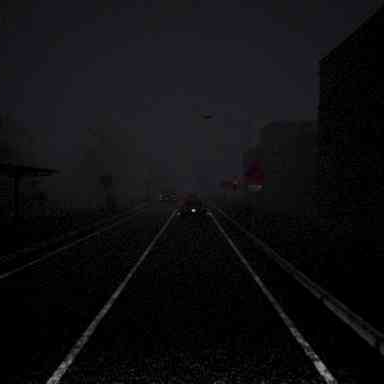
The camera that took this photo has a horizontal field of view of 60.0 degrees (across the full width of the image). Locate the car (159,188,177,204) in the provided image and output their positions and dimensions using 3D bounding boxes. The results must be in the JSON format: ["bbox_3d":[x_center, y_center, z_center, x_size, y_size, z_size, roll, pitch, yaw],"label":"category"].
[{"bbox_3d":[-3.236,0.501,46.187,2.150,2.045,5.566,0,1,0],"label":"car"}]

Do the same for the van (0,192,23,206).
[{"bbox_3d":[-21.988,0.955,38.696,4.442,1.987,1.878,0,0,0],"label":"van"}]

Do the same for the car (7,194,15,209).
[{"bbox_3d":[-22.132,1.231,35.924,4.792,1.488,2.163,0,0,0],"label":"car"}]

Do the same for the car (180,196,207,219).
[{"bbox_3d":[0.113,1.276,25.995,1.994,1.385,4.181,0,1,0],"label":"car"}]

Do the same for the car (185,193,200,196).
[{"bbox_3d":[0.118,0.813,42.084,1.812,1.442,4.674,0,-2,0],"label":"car"}]

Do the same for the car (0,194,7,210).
[{"bbox_3d":[-21.914,1.219,33.147,5.366,1.575,1.946,0,0,0],"label":"car"}]
